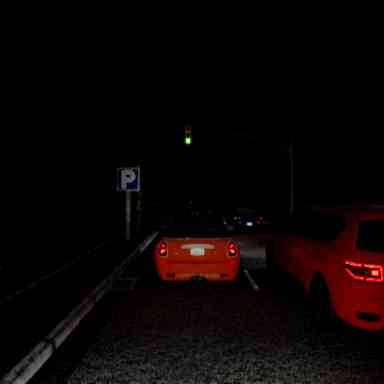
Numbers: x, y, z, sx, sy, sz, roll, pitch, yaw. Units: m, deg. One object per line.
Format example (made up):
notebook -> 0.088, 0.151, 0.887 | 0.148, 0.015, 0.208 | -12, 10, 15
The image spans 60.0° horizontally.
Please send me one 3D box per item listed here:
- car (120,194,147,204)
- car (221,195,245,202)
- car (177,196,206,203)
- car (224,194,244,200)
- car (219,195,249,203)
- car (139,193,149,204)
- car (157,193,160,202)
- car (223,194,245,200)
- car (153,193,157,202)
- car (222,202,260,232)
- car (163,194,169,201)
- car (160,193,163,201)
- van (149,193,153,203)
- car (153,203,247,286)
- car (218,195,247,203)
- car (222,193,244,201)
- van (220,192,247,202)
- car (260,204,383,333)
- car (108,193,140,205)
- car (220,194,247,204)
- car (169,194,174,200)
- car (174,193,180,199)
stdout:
car -> -10.796, 1.260, 61.281 | 4.553, 1.767, 2.185 | -1, 0, -14
car -> 8.616, 1.375, 69.761 | 4.674, 1.452, 2.002 | 1, 0, -13
car -> 0.266, 1.397, 22.519 | 2.097, 1.767, 4.553 | 0, 0, 0
car -> 11.075, 1.368, 87.341 | 4.792, 1.488, 2.163 | 0, 0, -11
car -> 8.109, 1.331, 63.921 | 5.366, 1.575, 1.946 | 1, 0, -13
car -> -10.885, 1.376, 58.329 | 5.366, 1.575, 1.946 | -1, 0, -15
car -> -9.743, 1.434, 70.288 | 4.674, 1.452, 2.002 | -1, 0, -13
car -> 10.641, 1.338, 84.428 | 5.008, 1.535, 2.097 | 1, 0, -11
car -> -10.111, 1.393, 67.293 | 4.892, 1.521, 2.231 | -1, 0, -14
car -> 3.145, 1.581, 20.642 | 1.812, 1.442, 4.674 | 0, 0, -1
car -> -8.568, 1.443, 79.274 | 4.674, 1.452, 2.002 | -1, 0, -12
car -> -9.375, 1.437, 73.291 | 4.674, 1.452, 2.002 | -1, 0, -13
van -> -10.335, 1.161, 64.322 | 4.442, 1.987, 1.878 | -1, 0, -14
car -> 0.140, 1.380, 9.654 | 2.097, 1.767, 4.553 | 0, 0, 0
car -> 8.087, 1.329, 66.773 | 5.366, 1.575, 1.946 | 1, 0, -13
car -> 9.347, 1.210, 75.629 | 4.553, 1.767, 2.185 | 1, 0, -12
van -> 7.198, 1.103, 57.957 | 4.442, 1.987, 1.878 | 1, 0, -14
car -> 3.115, 1.240, 6.922 | 2.150, 2.045, 5.566 | 0, 0, 0
car -> -11.526, 1.415, 55.336 | 4.792, 1.488, 2.163 | -1, 0, -15
car -> 7.577, 1.206, 60.927 | 4.553, 1.767, 2.185 | 1, 0, -14
car -> -8.122, 1.154, 82.281 | 5.566, 2.045, 2.435 | -1, 0, -12
car -> -6.749, 1.413, 91.222 | 5.008, 1.535, 2.097 | -1, 0, -11
